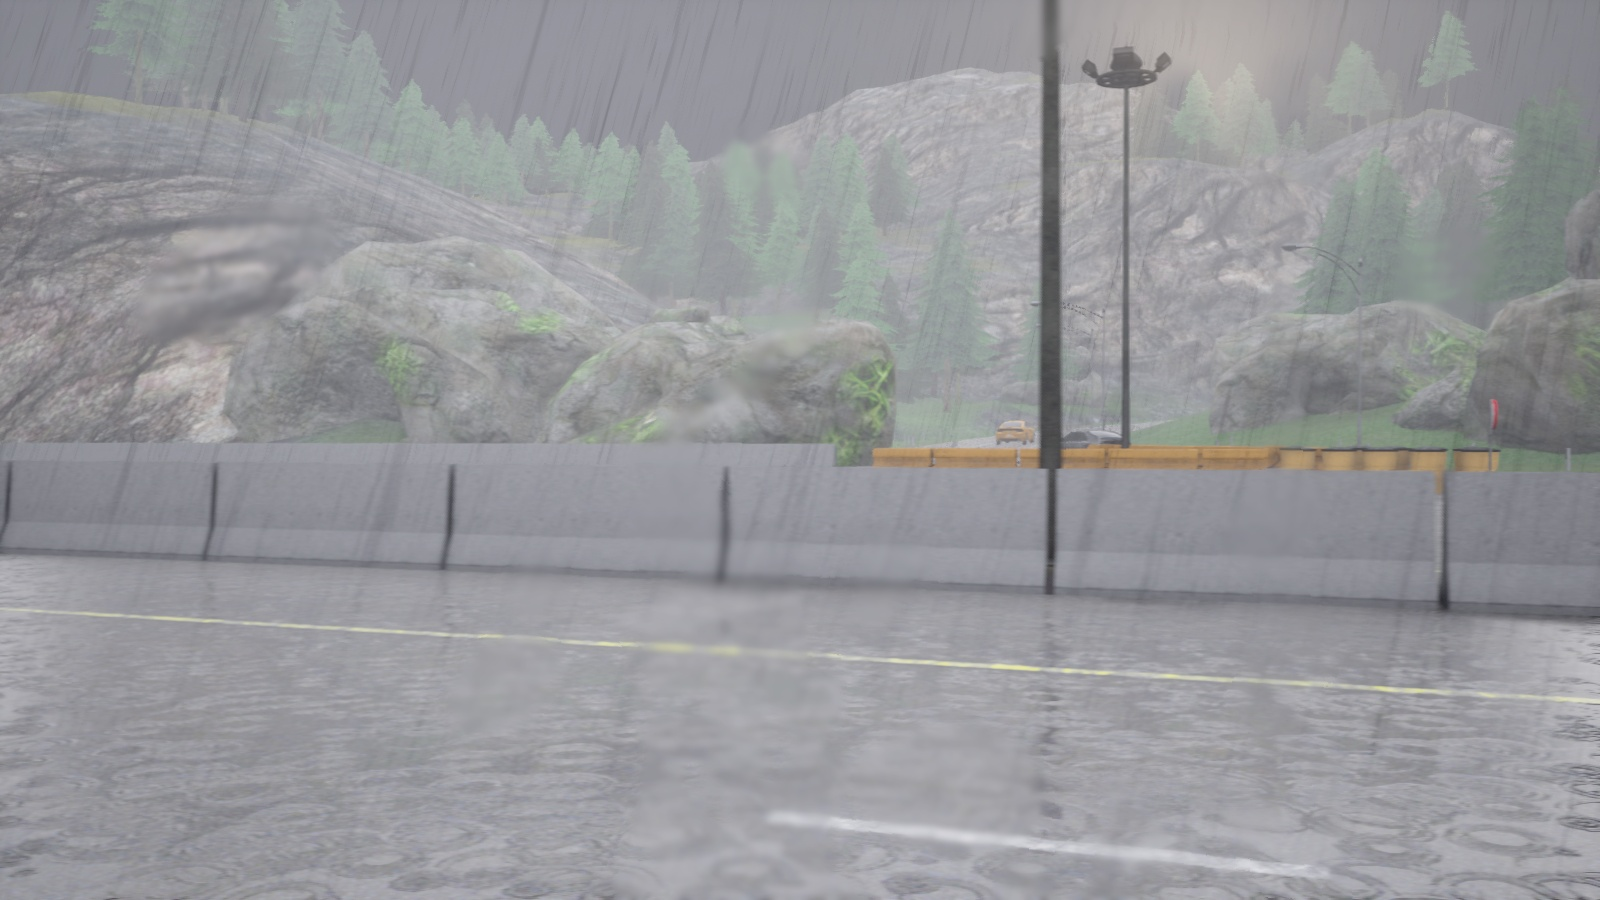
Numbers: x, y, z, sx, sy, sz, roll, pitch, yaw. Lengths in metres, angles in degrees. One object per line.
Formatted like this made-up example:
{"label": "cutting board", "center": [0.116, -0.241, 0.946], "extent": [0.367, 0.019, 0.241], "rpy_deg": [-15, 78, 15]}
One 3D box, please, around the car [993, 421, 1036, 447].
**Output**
{"label": "car", "center": [13.898, -1.065, 81.148], "extent": [1.882, 1.535, 5.008], "rpy_deg": [1, 3, 19]}

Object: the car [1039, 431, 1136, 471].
{"label": "car", "center": [11.708, 0.013, 51.435], "extent": [1.837, 1.490, 4.892], "rpy_deg": [0, 1, -14]}
